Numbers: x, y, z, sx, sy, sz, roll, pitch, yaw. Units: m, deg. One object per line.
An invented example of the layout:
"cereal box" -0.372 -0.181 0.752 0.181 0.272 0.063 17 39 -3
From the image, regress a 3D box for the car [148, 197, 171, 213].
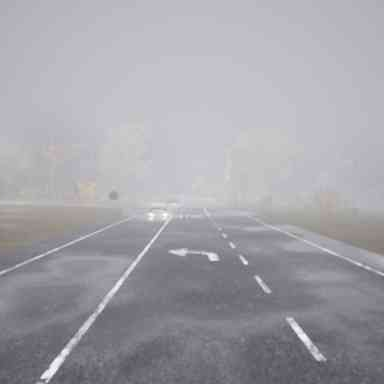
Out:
"car" -3.614 1.411 36.632 1.812 1.442 4.674 1 1 0

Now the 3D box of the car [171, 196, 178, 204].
"car" -3.809 1.572 65.558 1.994 1.385 4.181 0 0 0
